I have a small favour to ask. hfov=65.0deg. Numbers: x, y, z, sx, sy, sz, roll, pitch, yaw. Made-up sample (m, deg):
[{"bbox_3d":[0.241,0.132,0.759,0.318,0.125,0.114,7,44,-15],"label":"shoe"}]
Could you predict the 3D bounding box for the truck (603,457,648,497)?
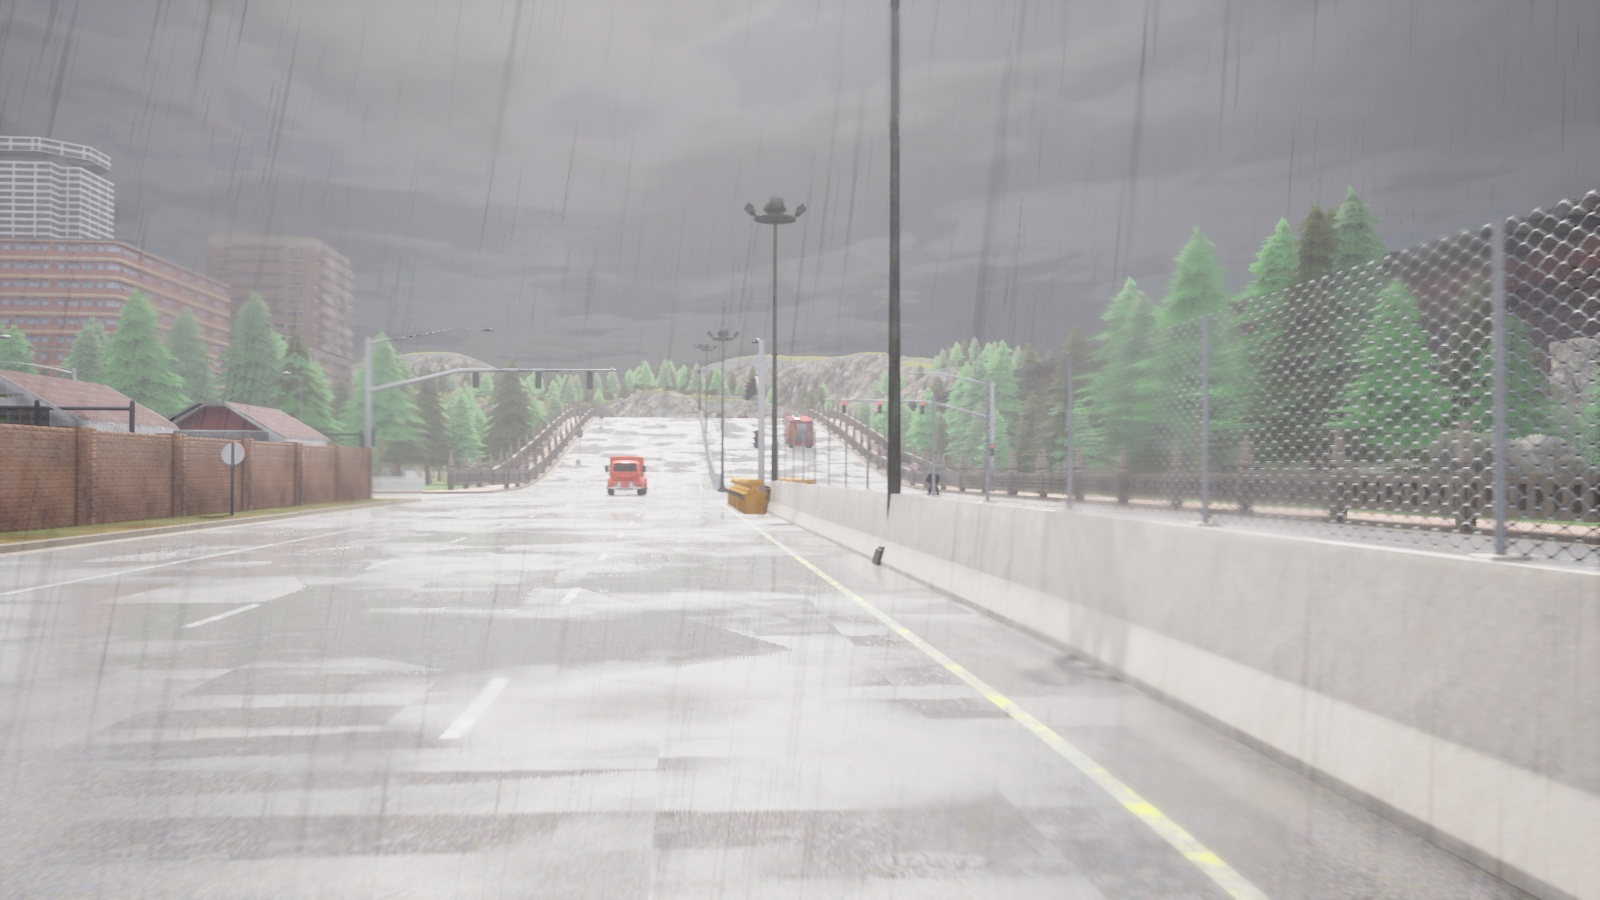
[{"bbox_3d":[-10.999,1.709,79.566,2.627,2.467,5.204,0,-1,-6],"label":"truck"}]
